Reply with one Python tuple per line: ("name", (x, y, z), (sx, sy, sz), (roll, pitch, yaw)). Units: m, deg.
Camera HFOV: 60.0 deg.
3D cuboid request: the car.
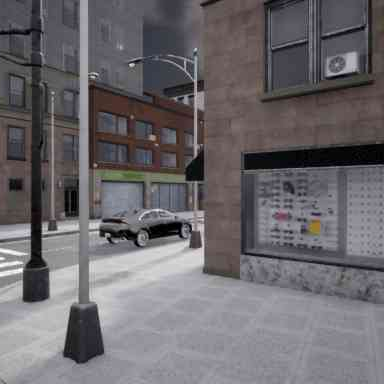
("car", (-1.886, 1.459, 14.956), (2.128, 1.511, 4.902), (0, 0, 35))
